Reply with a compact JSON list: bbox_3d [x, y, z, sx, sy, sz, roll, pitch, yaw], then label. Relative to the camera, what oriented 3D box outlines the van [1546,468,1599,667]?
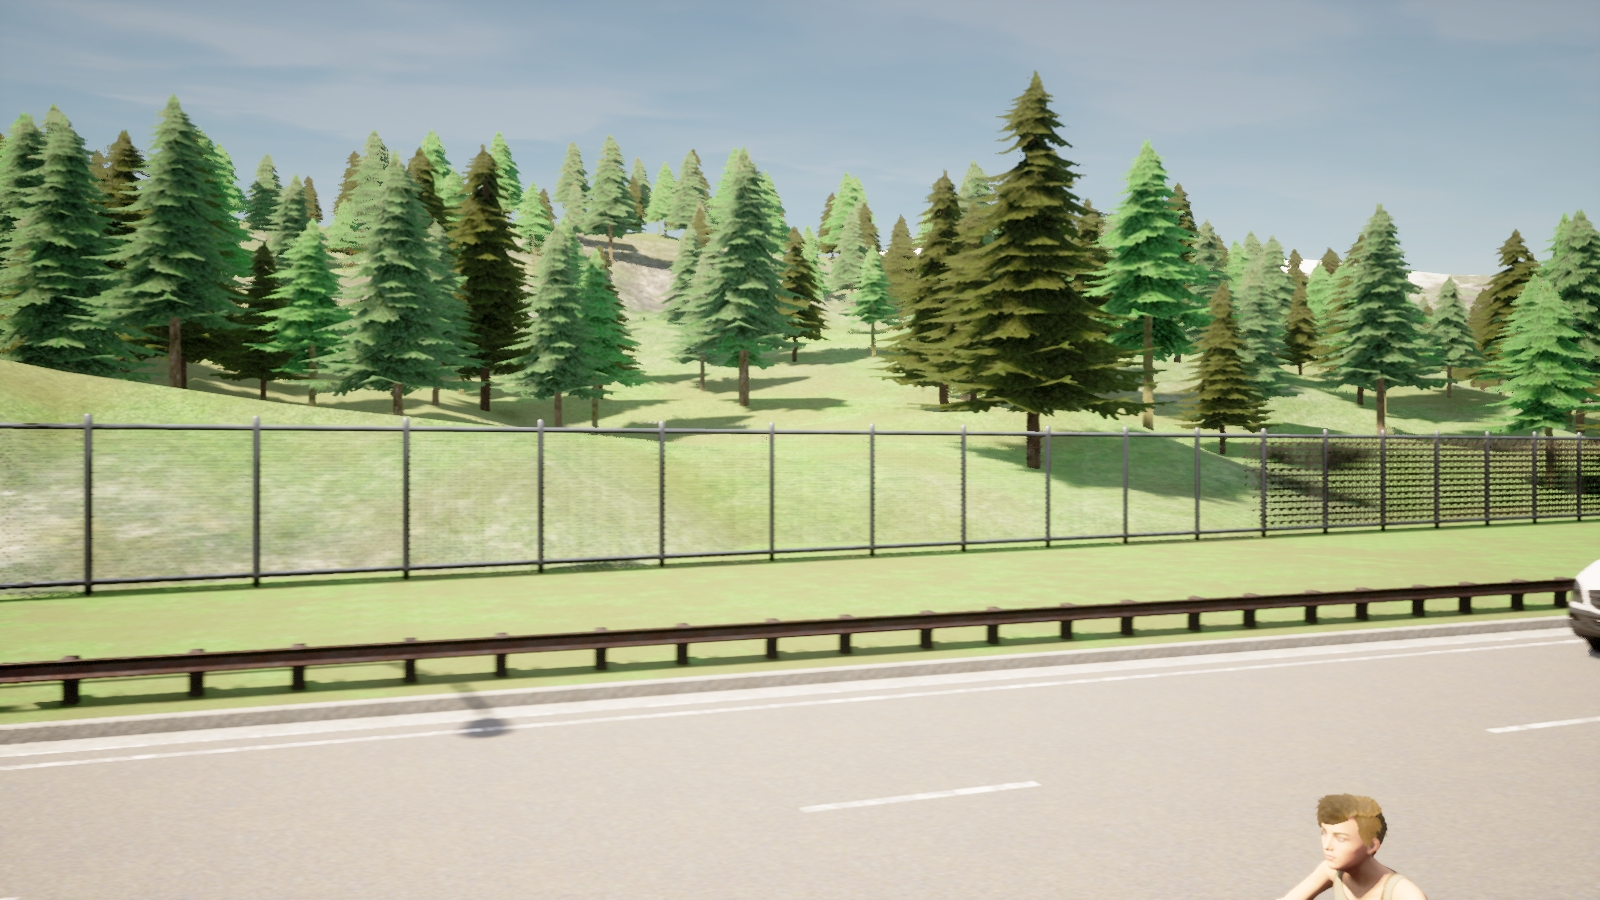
[{"bbox_3d":[13.226,1.536,15.557,5.915,2.561,1.988,0,0,-20],"label":"van"}]

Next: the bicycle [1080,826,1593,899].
[{"bbox_3d":[1.852,2.158,3.959,1.487,1.277,0.859,0,0,-20],"label":"bicycle"}]
